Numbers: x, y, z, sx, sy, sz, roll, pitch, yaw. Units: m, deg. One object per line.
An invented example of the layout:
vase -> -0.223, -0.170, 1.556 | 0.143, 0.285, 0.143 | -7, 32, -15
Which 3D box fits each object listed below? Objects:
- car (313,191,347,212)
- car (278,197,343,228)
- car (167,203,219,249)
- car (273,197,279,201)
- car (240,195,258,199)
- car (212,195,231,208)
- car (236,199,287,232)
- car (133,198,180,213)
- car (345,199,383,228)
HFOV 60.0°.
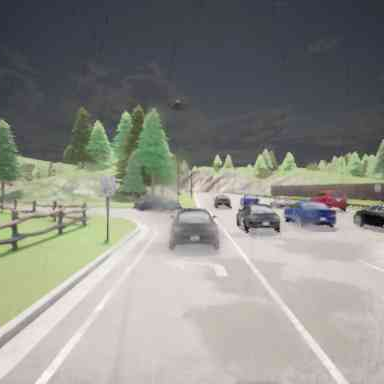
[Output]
car -> 14.101, 0.909, 34.641 | 2.150, 2.045, 5.566 | 0, 1, 0
car -> 7.101, 1.292, 20.509 | 1.882, 1.535, 5.008 | 0, 1, 0
car -> 0.062, 1.401, 13.673 | 1.812, 1.442, 4.674 | 0, 1, -1
car -> 10.601, 1.249, 39.056 | 1.895, 1.301, 4.718 | 0, 1, 0
car -> 7.101, 1.106, 41.147 | 1.882, 1.535, 5.008 | 0, 1, 0
car -> 3.601, 1.140, 40.362 | 1.837, 1.490, 4.892 | 0, 1, 0
car -> 3.601, 1.358, 18.512 | 1.812, 1.442, 4.674 | 0, 1, 0
car -> -3.504, 1.249, 32.906 | 5.357, 1.411, 2.033 | 0, 0, 39
car -> 10.600, 1.330, 17.940 | 2.128, 1.511, 4.902 | 0, 1, 0
